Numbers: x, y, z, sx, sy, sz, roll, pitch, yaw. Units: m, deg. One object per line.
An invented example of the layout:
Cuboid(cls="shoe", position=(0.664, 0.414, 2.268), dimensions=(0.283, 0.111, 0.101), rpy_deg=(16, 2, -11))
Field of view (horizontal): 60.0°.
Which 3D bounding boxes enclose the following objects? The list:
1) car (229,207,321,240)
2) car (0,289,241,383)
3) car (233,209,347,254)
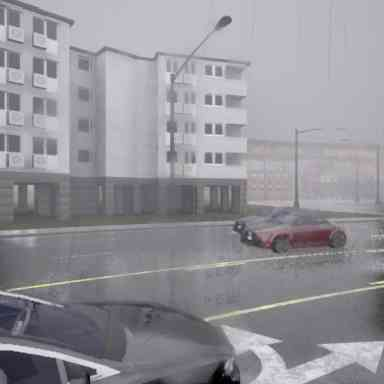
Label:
Cuboid(cls="car", position=(4.253, 1.564, 17.157), dimensions=(4.181, 1.385, 1.994), rpy_deg=(0, 0, -19))
Cuboid(cls="car", position=(-1.797, 1.490, 2.325), dimensions=(4.902, 1.511, 2.128), rpy_deg=(0, 0, -34))
Cuboid(cls="car", position=(4.071, 1.564, 13.380), dimensions=(4.181, 1.385, 1.994), rpy_deg=(0, 0, -21))
